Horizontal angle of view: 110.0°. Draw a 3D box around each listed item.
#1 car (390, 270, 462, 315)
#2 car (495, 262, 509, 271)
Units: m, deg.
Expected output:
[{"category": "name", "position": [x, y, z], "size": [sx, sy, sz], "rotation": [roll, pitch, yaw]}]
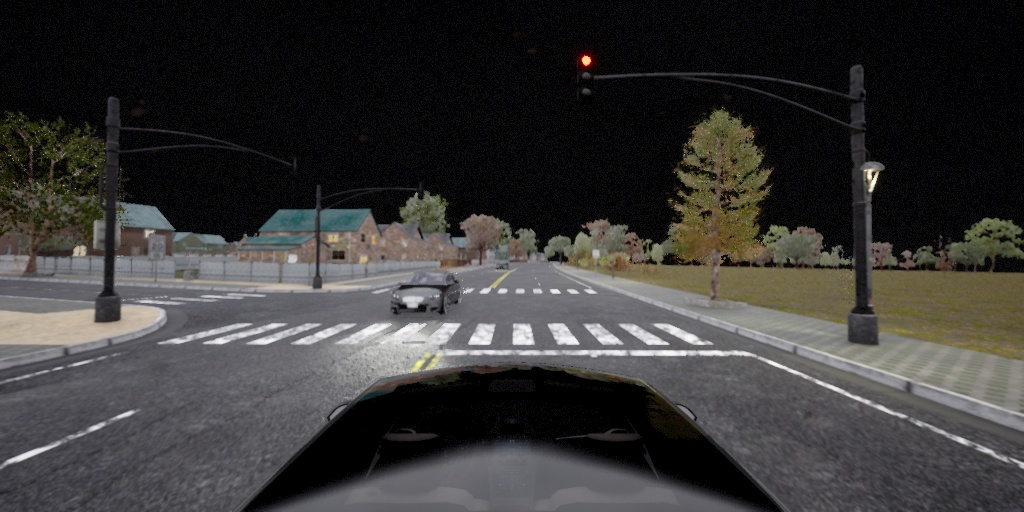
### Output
[{"category": "car", "position": [-3.138, 1.317, 13.867], "size": [2.128, 1.511, 4.902], "rotation": [0, 0, 1]}, {"category": "car", "position": [-1.508, 1.559, 56.266], "size": [1.994, 1.385, 4.181], "rotation": [0, 0, 3]}]
